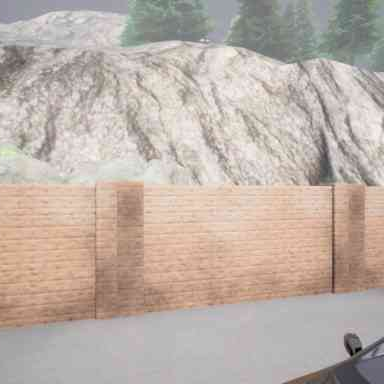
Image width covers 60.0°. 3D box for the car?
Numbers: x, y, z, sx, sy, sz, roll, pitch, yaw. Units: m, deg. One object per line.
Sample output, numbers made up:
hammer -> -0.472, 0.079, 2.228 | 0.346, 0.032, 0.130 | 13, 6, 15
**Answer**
car -> 2.207, 1.492, 1.887 | 4.902, 1.511, 2.128 | 0, 0, -18
